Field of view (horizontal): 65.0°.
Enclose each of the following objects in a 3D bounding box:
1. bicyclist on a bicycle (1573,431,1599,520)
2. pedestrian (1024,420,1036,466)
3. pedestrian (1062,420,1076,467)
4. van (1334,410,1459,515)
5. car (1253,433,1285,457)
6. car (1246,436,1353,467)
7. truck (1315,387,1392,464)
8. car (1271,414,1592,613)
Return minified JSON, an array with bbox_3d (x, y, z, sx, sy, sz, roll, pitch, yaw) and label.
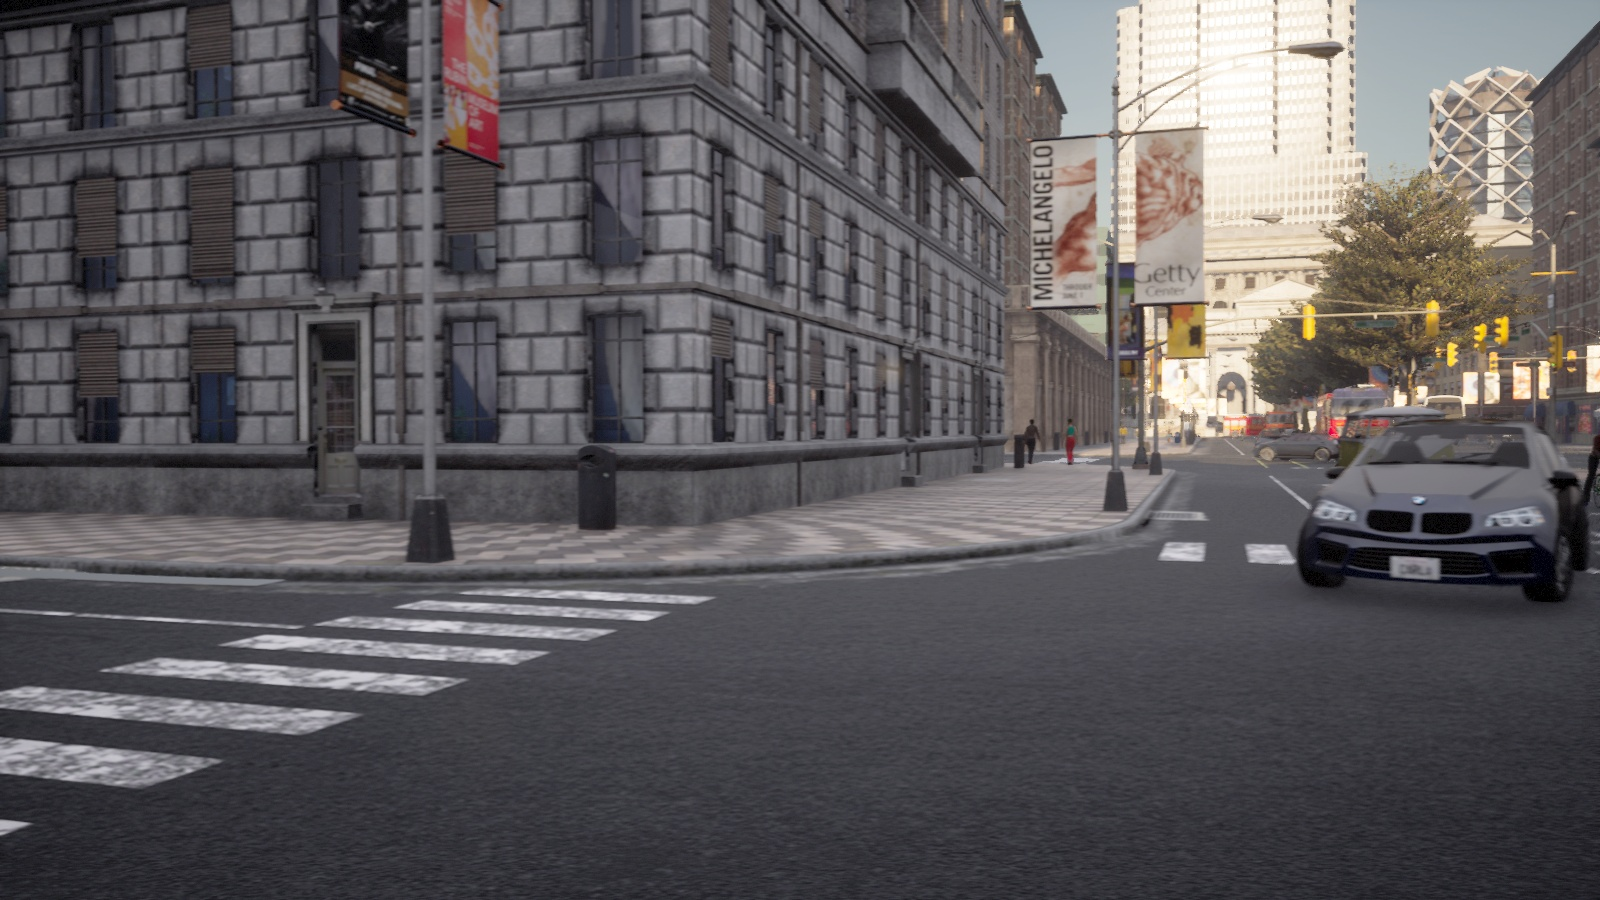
[{"bbox_3d":[15.205,0.456,23.785,0.582,1.620,1.656,1,1,18],"label":"bicyclist on a bicycle"},{"bbox_3d":[9.148,-0.284,50.034,0.328,1.805,0.869,1,1,19],"label":"pedestrian"},{"bbox_3d":[10.524,-0.265,49.192,0.345,1.836,0.594,0,1,-7],"label":"pedestrian"},{"bbox_3d":[12.301,0.207,26.162,1.775,1.987,4.442,1,1,18],"label":"van"},{"bbox_3d":[30.443,-0.351,81.551,1.816,1.474,4.193,1,1,19],"label":"car"},{"bbox_3d":[23.295,0.039,58.630,1.994,1.385,4.181,-1,1,-43],"label":"car"},{"bbox_3d":[29.249,-1.295,66.677,2.891,3.827,8.468,1,1,18],"label":"truck"},{"bbox_3d":[6.694,0.488,13.003,2.242,1.667,4.611,1,1,36],"label":"car"}]
